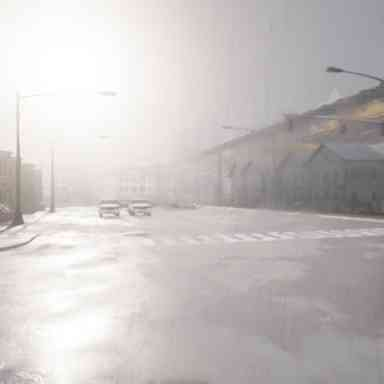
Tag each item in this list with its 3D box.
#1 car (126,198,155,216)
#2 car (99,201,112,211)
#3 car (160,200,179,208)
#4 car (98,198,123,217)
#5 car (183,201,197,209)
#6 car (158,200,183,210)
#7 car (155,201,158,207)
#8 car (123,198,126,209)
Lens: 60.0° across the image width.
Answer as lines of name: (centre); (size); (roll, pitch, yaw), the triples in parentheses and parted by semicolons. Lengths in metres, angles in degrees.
car: (-6.139, 1.738, 39.169); (2.150, 2.045, 5.566); (0, -1, -16)
car: (-14.654, 2.362, 56.248); (1.812, 1.442, 4.674); (0, -1, -20)
car: (-4.665, 2.356, 67.642); (1.812, 1.442, 4.674); (0, -1, -33)
car: (-9.469, 1.760, 38.085); (2.150, 2.045, 5.566); (0, -1, -16)
car: (-0.788, 2.286, 58.577); (1.895, 1.301, 4.718); (0, -1, -18)
car: (-3.713, 2.236, 56.304); (2.033, 1.411, 5.357); (0, -1, -18)
car: (-7.709, 2.441, 65.909); (1.895, 1.301, 4.718); (0, -1, -33)
car: (-11.349, 2.108, 57.397); (2.150, 2.045, 5.566); (0, -1, -20)
